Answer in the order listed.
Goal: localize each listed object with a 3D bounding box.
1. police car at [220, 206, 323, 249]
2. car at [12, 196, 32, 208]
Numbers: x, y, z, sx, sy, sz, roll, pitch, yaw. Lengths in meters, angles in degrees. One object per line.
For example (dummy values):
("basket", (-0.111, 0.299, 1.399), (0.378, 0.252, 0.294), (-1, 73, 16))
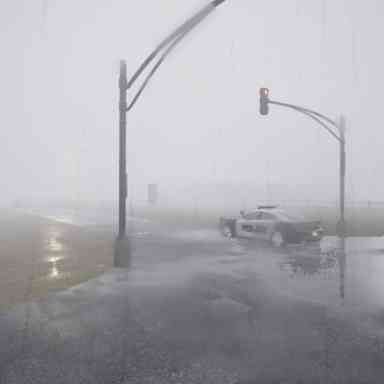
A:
("police car", (3.289, 1.452, 15.080), (1.930, 1.638, 5.238), (0, 0, -36))
("car", (-26.096, 1.450, 51.039), (2.097, 1.767, 4.553), (0, 0, -36))
